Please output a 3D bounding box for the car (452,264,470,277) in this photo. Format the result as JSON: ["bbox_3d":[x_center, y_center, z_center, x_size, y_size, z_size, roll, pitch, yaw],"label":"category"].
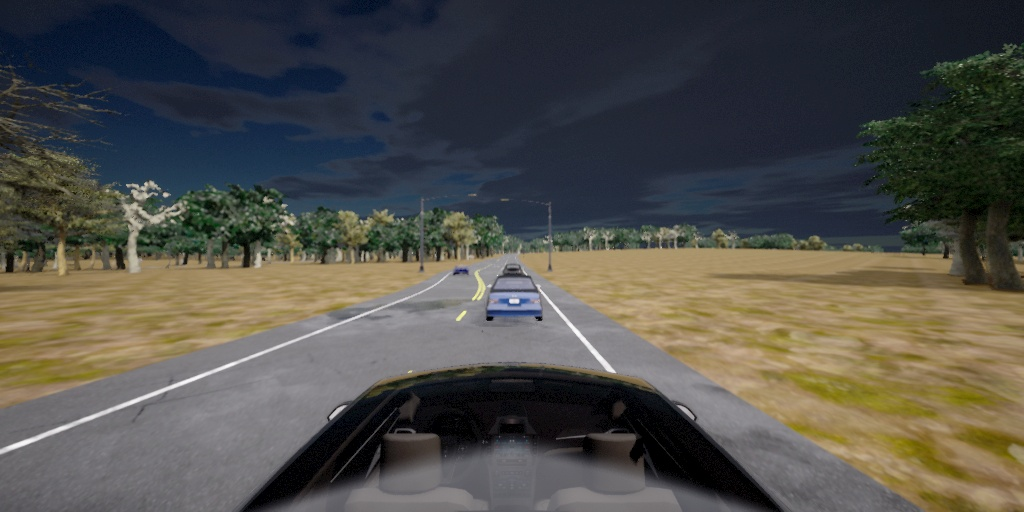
[{"bbox_3d":[-5.769,1.617,40.860,1.895,1.301,4.718,0,0,-7],"label":"car"}]

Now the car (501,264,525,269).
[{"bbox_3d":[0.085,1.480,33.515,1.837,1.490,4.892,0,0,0],"label":"car"}]

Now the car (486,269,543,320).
[{"bbox_3d":[0.078,1.378,12.929,2.033,1.411,5.357,0,0,0],"label":"car"}]
